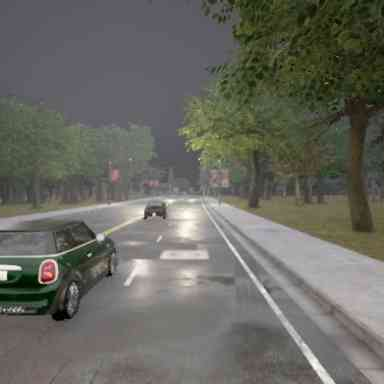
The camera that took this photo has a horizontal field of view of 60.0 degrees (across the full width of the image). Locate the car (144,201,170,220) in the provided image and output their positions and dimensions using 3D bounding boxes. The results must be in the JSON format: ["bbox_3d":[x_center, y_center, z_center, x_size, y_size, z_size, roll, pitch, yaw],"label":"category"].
[{"bbox_3d":[-3.050,1.571,29.285,1.837,1.490,4.892,0,0,0],"label":"car"}]

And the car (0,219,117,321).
[{"bbox_3d":[-3.137,1.381,7.515,2.097,1.767,4.553,0,0,0],"label":"car"}]
